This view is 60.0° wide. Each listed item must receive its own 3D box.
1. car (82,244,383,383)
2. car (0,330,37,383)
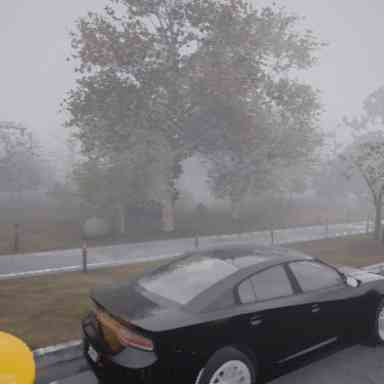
[{"bbox_3d":[1.046,1.506,4.801,5.008,1.535,2.097,0,0,-33],"label":"car"},{"bbox_3d":[-3.471,1.487,1.579,5.008,1.535,2.097,0,0,-33],"label":"car"}]
